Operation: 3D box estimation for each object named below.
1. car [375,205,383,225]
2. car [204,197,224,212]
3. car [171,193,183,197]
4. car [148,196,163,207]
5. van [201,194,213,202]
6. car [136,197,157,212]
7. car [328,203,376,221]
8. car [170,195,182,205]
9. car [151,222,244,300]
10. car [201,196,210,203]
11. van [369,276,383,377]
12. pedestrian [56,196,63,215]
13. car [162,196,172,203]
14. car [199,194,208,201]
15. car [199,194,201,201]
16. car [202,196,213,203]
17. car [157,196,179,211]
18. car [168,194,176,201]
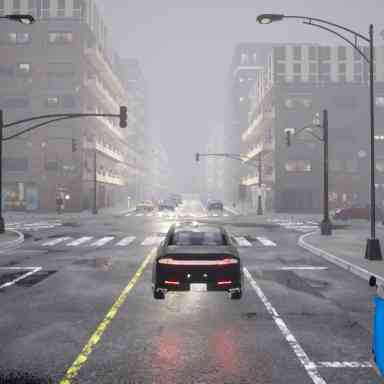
[{"bbox_3d":[13.580,1.584,19.627,4.313,1.339,1.947,0,-1,1],"label":"car"},{"bbox_3d":[2.789,1.581,39.847,1.947,1.339,4.313,1,0,0],"label":"car"},{"bbox_3d":[-2.930,1.247,61.484,2.150,2.045,5.566,0,0,1],"label":"car"},{"bbox_3d":[-5.565,1.461,51.150,1.967,1.590,4.097,1,0,0],"label":"car"},{"bbox_3d":[2.829,1.365,56.774,1.690,1.788,3.998,1,0,0],"label":"van"},{"bbox_3d":[-5.590,1.541,39.695,1.752,1.417,4.829,1,0,0],"label":"car"},{"bbox_3d":[13.702,1.609,28.008,4.097,1.590,1.967,0,-1,1],"label":"car"},{"bbox_3d":[-2.984,1.546,50.747,1.812,1.442,4.674,0,0,0],"label":"car"},{"bbox_3d":[0.119,1.494,8.389,2.128,1.511,4.902,0,0,0],"label":"car"},{"bbox_3d":[2.862,1.615,73.702,1.802,1.307,4.206,1,0,0],"label":"car"},{"bbox_3d":[2.678,1.342,1.900,1.690,1.788,3.998,1,0,0],"label":"van"},{"bbox_3d":[-12.471,1.218,31.322,0.375,1.860,0.375,0,-1,1],"label":"pedestrian"},{"bbox_3d":[-5.517,1.578,73.721,1.887,1.381,4.507,1,0,0],"label":"car"},{"bbox_3d":[2.891,1.355,84.987,2.192,1.841,5.009,1,0,0],"label":"car"},{"bbox_3d":[2.851,1.555,68.230,1.752,1.417,4.829,1,0,0],"label":"car"},{"bbox_3d":[2.801,1.569,45.490,2.008,1.369,4.403,1,0,0],"label":"car"},{"bbox_3d":[-3.013,1.563,40.843,2.033,1.411,5.357,0,0,0],"label":"car"},{"bbox_3d":[-5.479,1.484,90.649,1.967,1.590,4.097,1,0,0],"label":"car"}]
